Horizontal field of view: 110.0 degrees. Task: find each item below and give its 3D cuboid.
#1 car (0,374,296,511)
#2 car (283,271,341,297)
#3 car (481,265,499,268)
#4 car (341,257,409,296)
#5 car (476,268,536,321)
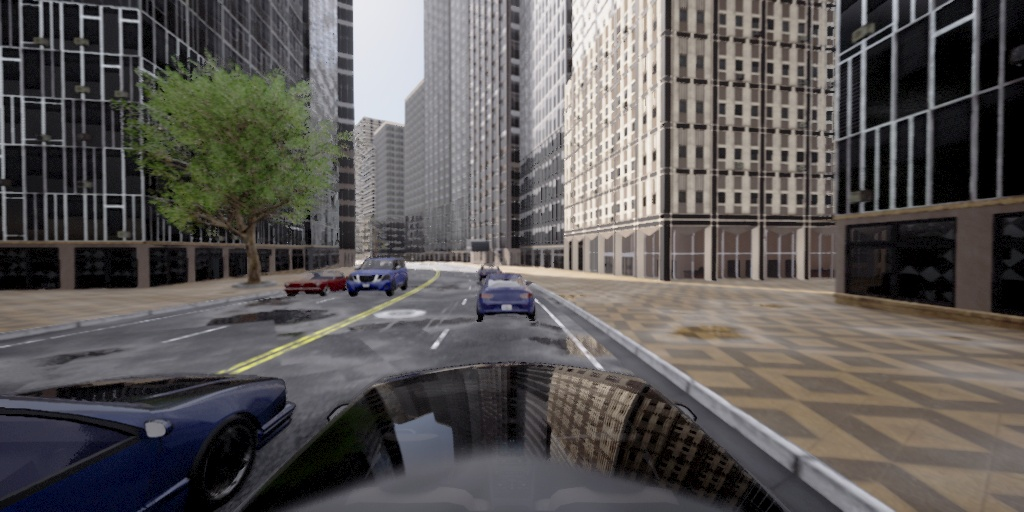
[{"bbox_3d":[-3.171,1.302,1.246,2.033,1.411,5.357,0,0,0],"label":"car"},{"bbox_3d":[-10.559,1.515,19.900,1.895,1.301,4.718,0,0,-5],"label":"car"},{"bbox_3d":[-1.982,1.455,31.402,1.895,1.301,4.718,0,0,-8],"label":"car"},{"bbox_3d":[-7.323,1.098,20.178,2.150,2.045,5.566,0,0,-5],"label":"car"},{"bbox_3d":[-0.257,1.312,12.523,1.812,1.442,4.674,0,0,-3],"label":"car"}]
